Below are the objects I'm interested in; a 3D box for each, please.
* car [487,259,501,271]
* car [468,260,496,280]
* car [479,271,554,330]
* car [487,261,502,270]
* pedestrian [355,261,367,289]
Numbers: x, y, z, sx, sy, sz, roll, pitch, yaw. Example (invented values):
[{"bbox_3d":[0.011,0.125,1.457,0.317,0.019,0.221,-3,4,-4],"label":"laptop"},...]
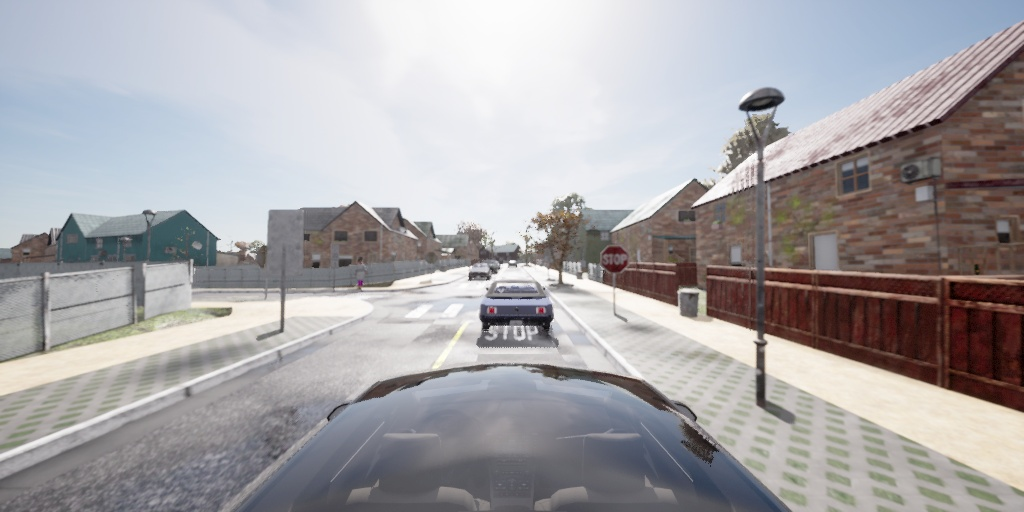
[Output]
[{"bbox_3d":[-2.782,1.198,43.037,2.097,1.767,4.553,0,0,0],"label":"car"},{"bbox_3d":[-2.803,1.358,32.531,2.033,1.411,5.357,0,0,0],"label":"car"},{"bbox_3d":[0.114,1.340,11.075,1.895,1.301,4.718,0,1,0],"label":"car"},{"bbox_3d":[-2.749,1.459,56.671,2.033,1.411,5.357,0,0,0],"label":"car"},{"bbox_3d":[-9.878,1.211,23.379,0.375,1.860,0.375,0,-2,5],"label":"pedestrian"}]
